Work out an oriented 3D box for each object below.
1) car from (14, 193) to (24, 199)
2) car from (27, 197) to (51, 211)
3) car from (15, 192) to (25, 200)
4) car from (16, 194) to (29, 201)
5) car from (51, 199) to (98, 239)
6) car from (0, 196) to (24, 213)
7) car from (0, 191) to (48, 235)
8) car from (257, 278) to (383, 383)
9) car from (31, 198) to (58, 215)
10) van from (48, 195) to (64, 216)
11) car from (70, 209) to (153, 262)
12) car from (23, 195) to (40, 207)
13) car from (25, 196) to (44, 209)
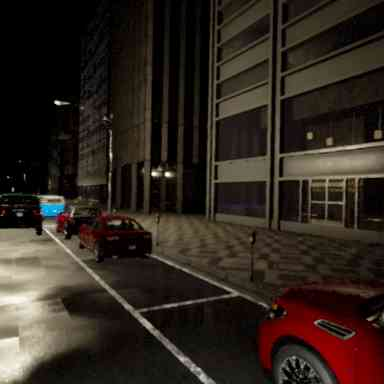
[{"bbox_3d":[-41.766,0.992,80.213,1.802,1.307,4.206,1,0,-30],"label":"car"},{"bbox_3d":[-16.779,1.326,36.351,1.947,1.339,4.313,1,0,-30],"label":"car"},{"bbox_3d":[-38.987,0.887,75.340,1.967,1.590,4.097,1,0,-30],"label":"car"},{"bbox_3d":[-33.436,1.073,65.592,2.008,1.369,4.403,1,0,-30],"label":"car"},{"bbox_3d":[-5.671,1.373,16.856,1.967,1.590,4.097,1,0,-30],"label":"car"},{"bbox_3d":[-18.316,1.210,33.612,2.128,1.511,4.902,1,0,-29],"label":"car"},{"bbox_3d":[-9.256,1.084,17.708,2.150,2.045,5.566,1,0,-29],"label":"car"},{"bbox_3d":[2.660,1.380,2.235,2.192,1.841,5.009,1,0,-30],"label":"car"},{"bbox_3d":[-14.002,1.348,31.477,1.887,1.381,4.507,1,0,-30],"label":"car"},{"bbox_3d":[-11.222,1.188,26.604,1.690,1.788,3.998,1,0,-30],"label":"van"},{"bbox_3d":[-2.898,1.521,11.982,1.887,1.381,4.507,1,0,-30],"label":"car"},{"bbox_3d":[-22.415,1.199,46.246,1.752,1.417,4.829,1,0,-30],"label":"car"},{"bbox_3d":[-19.639,1.241,41.372,1.752,1.417,4.829,1,0,-30],"label":"car"}]
